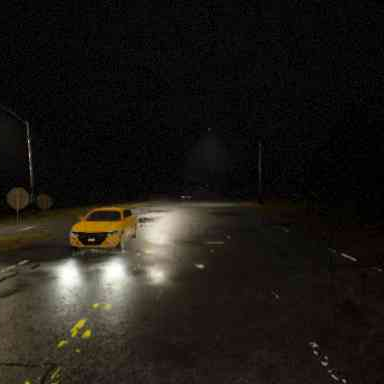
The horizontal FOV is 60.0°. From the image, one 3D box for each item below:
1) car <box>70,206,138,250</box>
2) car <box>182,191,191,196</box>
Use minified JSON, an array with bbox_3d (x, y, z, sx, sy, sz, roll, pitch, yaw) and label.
[{"bbox_3d":[-3.518,1.385,14.084,1.882,1.535,5.008,0,0,0],"label":"car"},{"bbox_3d":[-1.471,0.373,86.931,1.812,1.442,4.674,0,1,6],"label":"car"}]
